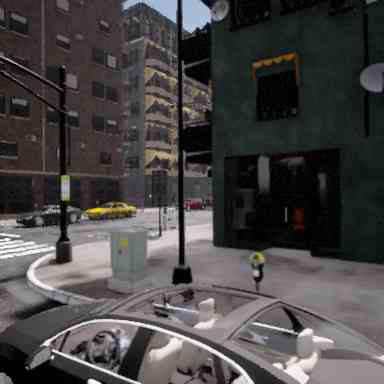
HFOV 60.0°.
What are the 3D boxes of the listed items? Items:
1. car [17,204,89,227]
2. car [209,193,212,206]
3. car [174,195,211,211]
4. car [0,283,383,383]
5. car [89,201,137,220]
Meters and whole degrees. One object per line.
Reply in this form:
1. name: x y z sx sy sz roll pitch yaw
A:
1. car: -9.764 1.569 23.021 2.008 1.369 4.403 0 1 35
2. car: 2.976 1.029 41.283 2.192 1.841 5.009 0 1 35
3. car: -0.208 1.334 36.720 1.887 1.381 4.507 0 1 35
4. car: -0.195 1.570 3.012 4.403 1.369 2.008 -1 0 35
5. car: -6.676 1.469 27.447 1.752 1.417 4.829 0 1 35
